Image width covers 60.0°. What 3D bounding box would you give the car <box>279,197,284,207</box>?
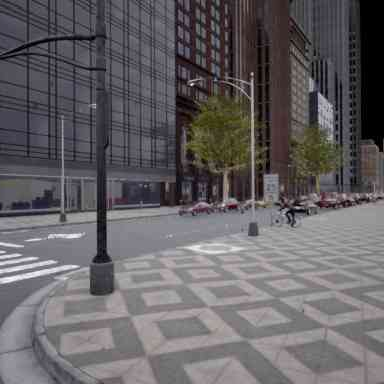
[{"bbox_3d":[13.186,1.455,50.334,1.947,1.339,4.313,0,0,35],"label":"car"}]

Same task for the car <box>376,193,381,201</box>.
[{"bbox_3d":[42.565,1.358,78.027,1.802,1.307,4.206,-1,0,35],"label":"car"}]

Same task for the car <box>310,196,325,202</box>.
[{"bbox_3d":[25.964,1.417,68.924,1.947,1.339,4.313,0,0,35],"label":"car"}]

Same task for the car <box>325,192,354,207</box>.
[{"bbox_3d":[20.206,1.136,45.500,2.192,1.841,5.009,0,0,35],"label":"car"}]

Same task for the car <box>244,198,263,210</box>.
[{"bbox_3d":[6.797,1.494,41.038,1.802,1.307,4.206,0,0,35],"label":"car"}]

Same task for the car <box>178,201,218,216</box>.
[{"bbox_3d":[0.408,1.524,31.743,1.802,1.307,4.206,0,0,35],"label":"car"}]

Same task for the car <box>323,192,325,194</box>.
[{"bbox_3d":[22.124,1.051,52.827,2.150,2.045,5.566,-1,0,35],"label":"car"}]

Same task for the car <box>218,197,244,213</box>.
[{"bbox_3d":[3.601,1.366,36.390,1.967,1.590,4.097,0,0,35],"label":"car"}]

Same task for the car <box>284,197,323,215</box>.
[{"bbox_3d":[10.625,1.424,31.557,1.947,1.339,4.313,0,0,35],"label":"car"}]

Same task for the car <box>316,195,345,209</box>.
[{"bbox_3d":[17.013,1.377,40.852,1.887,1.381,4.507,0,0,35],"label":"car"}]

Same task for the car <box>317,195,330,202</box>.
[{"bbox_3d":[29.158,1.426,73.570,1.802,1.307,4.206,0,0,35],"label":"car"}]

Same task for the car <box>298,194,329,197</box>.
[{"bbox_3d":[16.021,1.340,43.945,2.128,1.511,4.902,-1,0,34],"label":"car"}]

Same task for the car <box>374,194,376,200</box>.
[{"bbox_3d":[36.273,1.302,68.873,1.752,1.417,4.829,-1,0,35],"label":"car"}]

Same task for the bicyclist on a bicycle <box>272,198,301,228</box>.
[{"bbox_3d":[5.202,1.177,18.439,1.656,1.620,0.582,-1,0,35],"label":"bicyclist on a bicycle"}]

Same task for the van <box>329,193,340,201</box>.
[{"bbox_3d":[35.544,1.185,82.867,1.690,1.788,3.998,-1,0,35],"label":"van"}]

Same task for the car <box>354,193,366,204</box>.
[{"bbox_3d":[26.594,1.117,54.793,2.192,1.841,5.009,0,0,35],"label":"car"}]

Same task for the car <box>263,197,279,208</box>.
[{"bbox_3d":[9.895,1.425,45.545,1.752,1.417,4.829,0,0,35],"label":"car"}]

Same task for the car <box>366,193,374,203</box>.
[{"bbox_3d":[32.982,1.099,64.087,2.192,1.841,5.009,0,0,35],"label":"car"}]

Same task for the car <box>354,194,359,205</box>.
[{"bbox_3d":[23.401,1.377,50.145,1.947,1.339,4.313,0,0,35],"label":"car"}]
